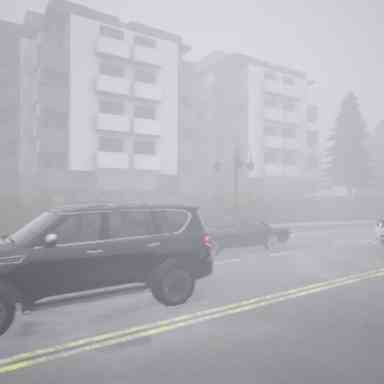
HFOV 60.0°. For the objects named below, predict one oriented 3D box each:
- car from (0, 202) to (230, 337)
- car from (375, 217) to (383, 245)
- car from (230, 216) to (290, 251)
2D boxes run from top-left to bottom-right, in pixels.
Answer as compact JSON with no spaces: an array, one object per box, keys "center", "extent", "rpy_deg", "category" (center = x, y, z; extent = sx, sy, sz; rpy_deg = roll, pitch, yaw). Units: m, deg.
[{"center":[-2.153,1.233,6.655],"extent":[5.566,2.045,2.150],"rpy_deg":[1,0,-33],"category":"car"},{"center":[10.439,1.323,14.088],"extent":[5.566,2.045,2.150],"rpy_deg":[0,0,-22],"category":"car"},{"center":[1.550,1.654,13.115],"extent":[4.718,1.301,1.895],"rpy_deg":[0,0,-31],"category":"car"}]
